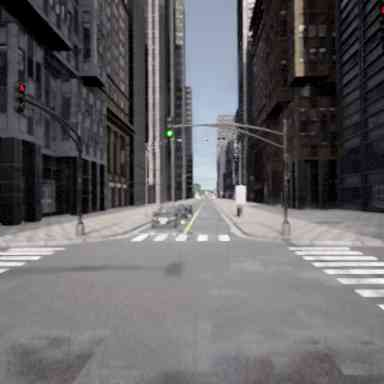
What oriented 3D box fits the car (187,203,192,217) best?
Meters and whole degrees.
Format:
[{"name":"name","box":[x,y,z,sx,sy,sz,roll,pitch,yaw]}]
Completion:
[{"name":"car","box":[-1.396,1.990,33.973,1.994,1.385,4.181,-1,-1,3]}]

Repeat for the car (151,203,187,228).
[{"name":"car","box":[-1.830,1.809,24.852,2.128,1.511,4.902,-1,-1,3]}]
